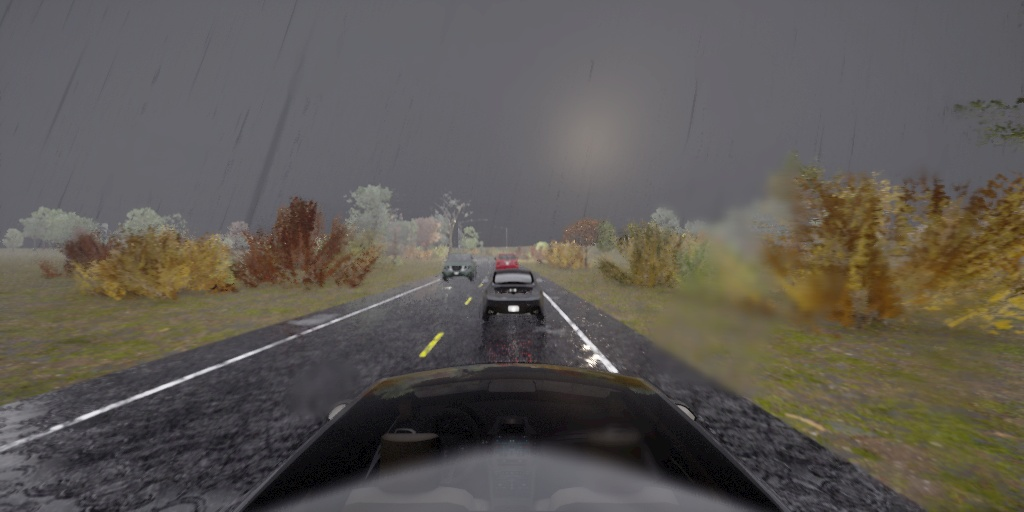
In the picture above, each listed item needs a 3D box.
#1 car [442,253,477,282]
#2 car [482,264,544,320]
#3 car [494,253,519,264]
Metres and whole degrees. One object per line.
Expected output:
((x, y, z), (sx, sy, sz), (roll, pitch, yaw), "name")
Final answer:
((-3.883, 0.801, 27.372), (2.150, 2.045, 5.566), (0, 0, -2), "car")
((0.021, 1.188, 12.343), (1.837, 1.490, 4.892), (0, 0, -1), "car")
((-0.530, 0.741, 34.958), (2.150, 2.045, 5.566), (0, 0, -2), "car")
